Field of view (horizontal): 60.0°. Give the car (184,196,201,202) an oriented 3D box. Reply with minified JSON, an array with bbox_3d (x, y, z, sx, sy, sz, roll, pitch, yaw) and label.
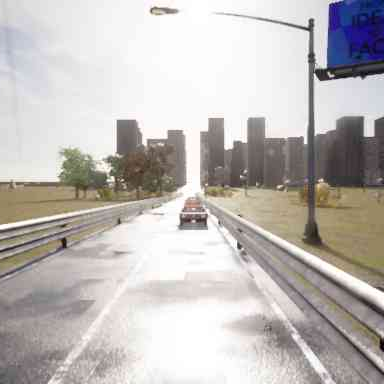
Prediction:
[{"bbox_3d":[0.100,1.337,42.001,2.097,1.767,4.553,0,0,0],"label":"car"}]

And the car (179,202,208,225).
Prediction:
[{"bbox_3d":[0.100,1.592,23.681,1.895,1.301,4.718,0,0,0],"label":"car"}]
